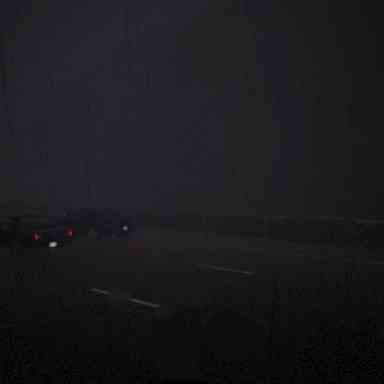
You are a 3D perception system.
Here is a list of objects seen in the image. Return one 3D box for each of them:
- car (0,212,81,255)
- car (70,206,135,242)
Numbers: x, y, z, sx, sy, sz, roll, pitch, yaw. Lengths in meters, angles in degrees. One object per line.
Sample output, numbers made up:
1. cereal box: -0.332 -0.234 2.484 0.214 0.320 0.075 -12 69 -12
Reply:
1. car: -6.737 1.558 13.093 4.718 1.301 1.895 0 0 35
2. car: -4.952 1.433 16.119 5.008 1.535 1.882 0 0 35
